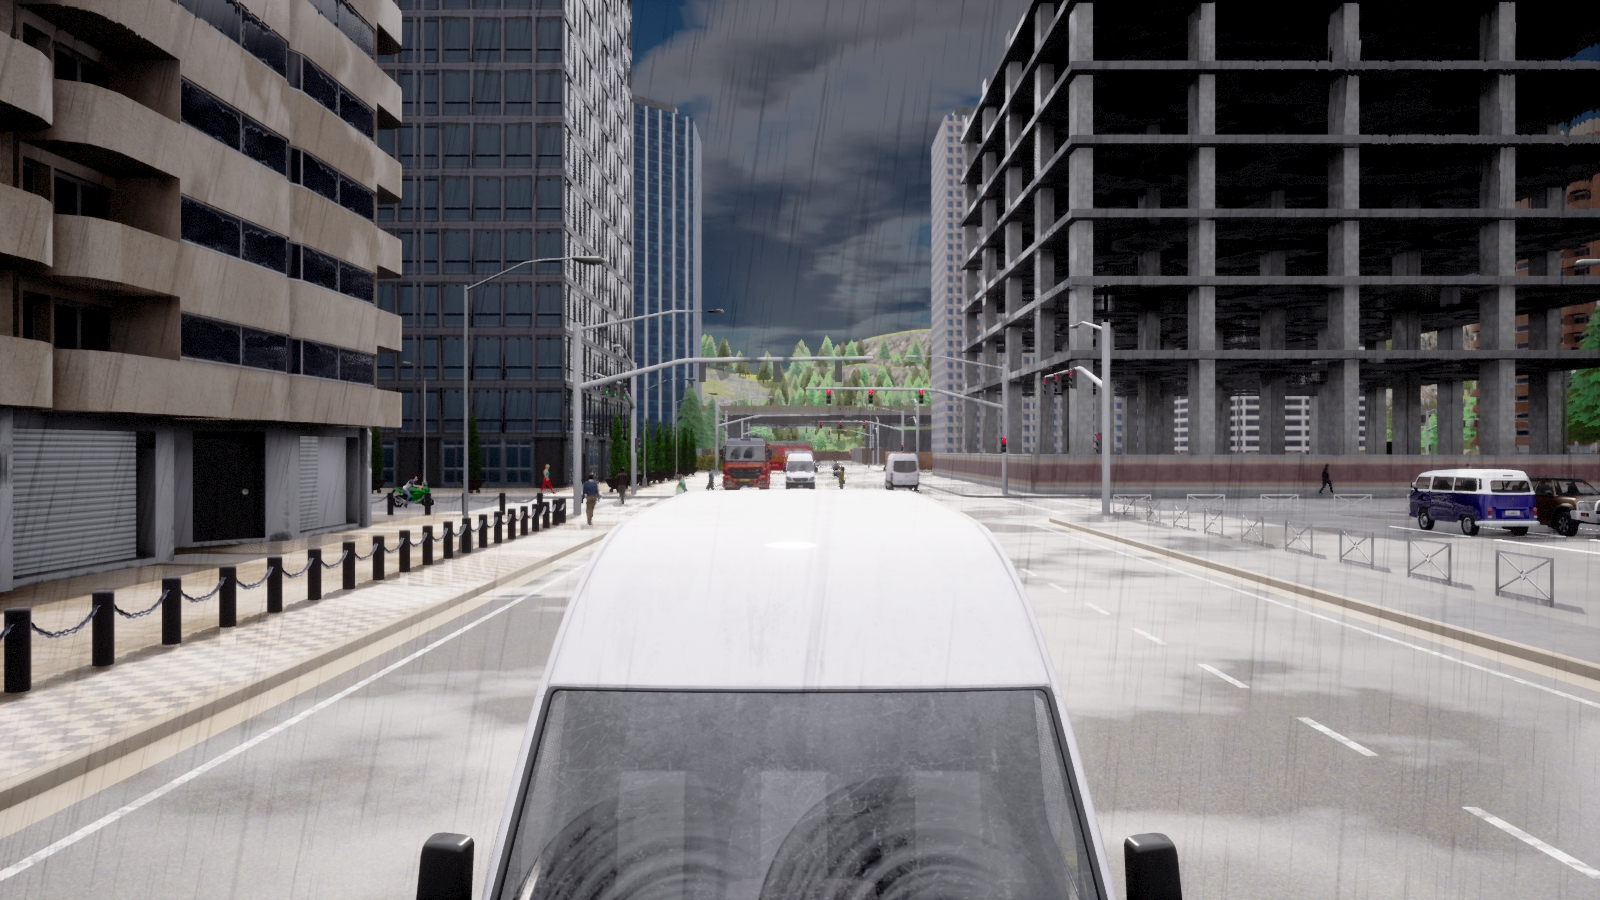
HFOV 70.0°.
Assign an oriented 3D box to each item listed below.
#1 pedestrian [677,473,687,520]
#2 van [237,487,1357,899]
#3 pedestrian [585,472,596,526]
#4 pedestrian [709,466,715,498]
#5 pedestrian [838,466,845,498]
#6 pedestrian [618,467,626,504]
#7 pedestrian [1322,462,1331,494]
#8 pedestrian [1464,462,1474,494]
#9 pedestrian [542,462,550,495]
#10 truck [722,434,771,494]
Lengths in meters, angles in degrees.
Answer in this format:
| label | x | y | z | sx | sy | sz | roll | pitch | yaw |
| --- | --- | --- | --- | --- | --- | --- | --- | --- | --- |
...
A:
| label | x | y | z | sx | sy | sz | roll | pitch | yaw |
| --- | --- | --- | --- | --- | --- | --- | --- | --- | --- |
| pedestrian | -4.676 | 1.848 | 45.452 | 0.375 | 1.860 | 0.375 | 0 | 0 | -3 |
| van | -0.002 | 1.534 | 4.985 | 1.988 | 2.561 | 5.915 | 0 | 0 | 0 |
| pedestrian | -7.326 | 1.697 | 39.929 | 0.375 | 1.860 | 0.375 | 0 | 0 | -9 |
| pedestrian | -5.138 | 1.848 | 66.726 | 0.375 | 1.860 | 0.375 | 0 | 0 | -2 |
| pedestrian | 2.398 | 1.846 | 66.670 | 0.375 | 1.860 | 0.375 | 0 | 0 | -2 |
| pedestrian | -9.012 | 1.805 | 57.826 | 0.375 | 1.860 | 0.375 | 0 | 0 | -10 |
| pedestrian | 30.681 | 1.641 | 66.601 | 0.375 | 1.860 | 0.375 | 0 | 0 | 0 |
| pedestrian | 39.029 | 1.640 | 66.681 | 0.375 | 1.860 | 0.375 | 0 | 0 | 2 |
| pedestrian | -14.429 | 1.641 | 64.917 | 0.375 | 1.860 | 0.375 | 0 | 0 | 10 |
| truck | -3.496 | 0.891 | 77.013 | 2.891 | 3.827 | 8.468 | 0 | 0 | 0 |
